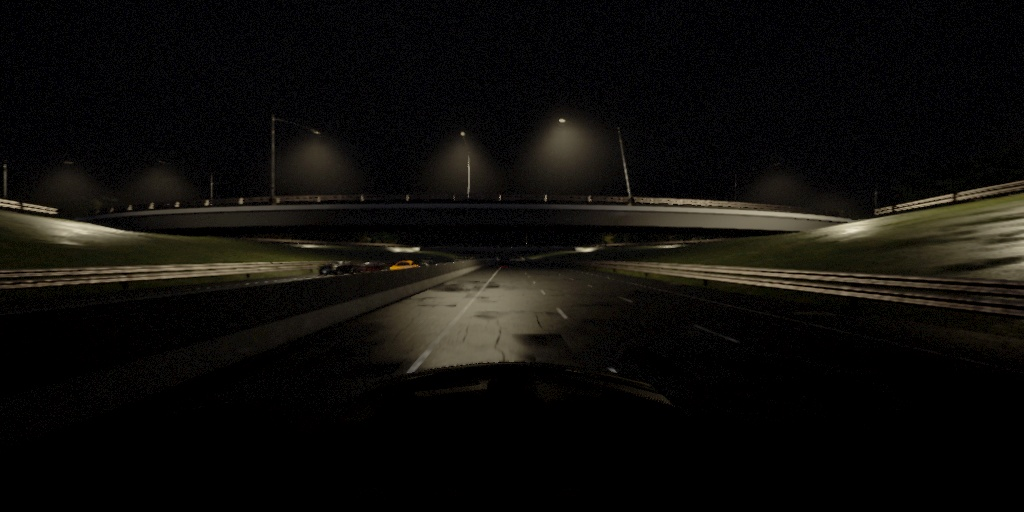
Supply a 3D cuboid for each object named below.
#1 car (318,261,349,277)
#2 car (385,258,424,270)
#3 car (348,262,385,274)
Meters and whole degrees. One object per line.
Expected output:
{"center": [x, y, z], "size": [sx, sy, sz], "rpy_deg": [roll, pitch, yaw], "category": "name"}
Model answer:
{"center": [-17.687, 1.259, 36.360], "size": [2.128, 1.511, 4.902], "rpy_deg": [0, 0, 0], "category": "car"}
{"center": [-10.700, 1.241, 36.067], "size": [1.882, 1.535, 5.008], "rpy_deg": [0, 0, 0], "category": "car"}
{"center": [-14.194, 1.328, 35.879], "size": [1.994, 1.385, 4.181], "rpy_deg": [0, 0, 0], "category": "car"}
